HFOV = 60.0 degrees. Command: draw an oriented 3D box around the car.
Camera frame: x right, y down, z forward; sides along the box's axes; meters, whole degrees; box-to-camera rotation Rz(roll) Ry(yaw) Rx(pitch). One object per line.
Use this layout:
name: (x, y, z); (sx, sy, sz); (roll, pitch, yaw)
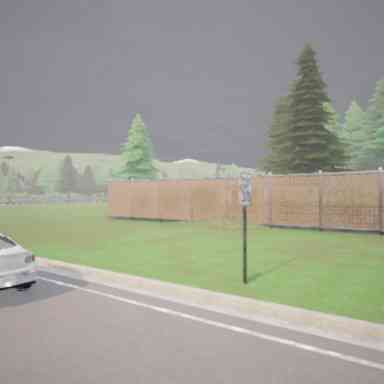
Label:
car: (-5.511, 1.589, 7.926); (4.674, 1.442, 1.812); (0, 0, 35)
